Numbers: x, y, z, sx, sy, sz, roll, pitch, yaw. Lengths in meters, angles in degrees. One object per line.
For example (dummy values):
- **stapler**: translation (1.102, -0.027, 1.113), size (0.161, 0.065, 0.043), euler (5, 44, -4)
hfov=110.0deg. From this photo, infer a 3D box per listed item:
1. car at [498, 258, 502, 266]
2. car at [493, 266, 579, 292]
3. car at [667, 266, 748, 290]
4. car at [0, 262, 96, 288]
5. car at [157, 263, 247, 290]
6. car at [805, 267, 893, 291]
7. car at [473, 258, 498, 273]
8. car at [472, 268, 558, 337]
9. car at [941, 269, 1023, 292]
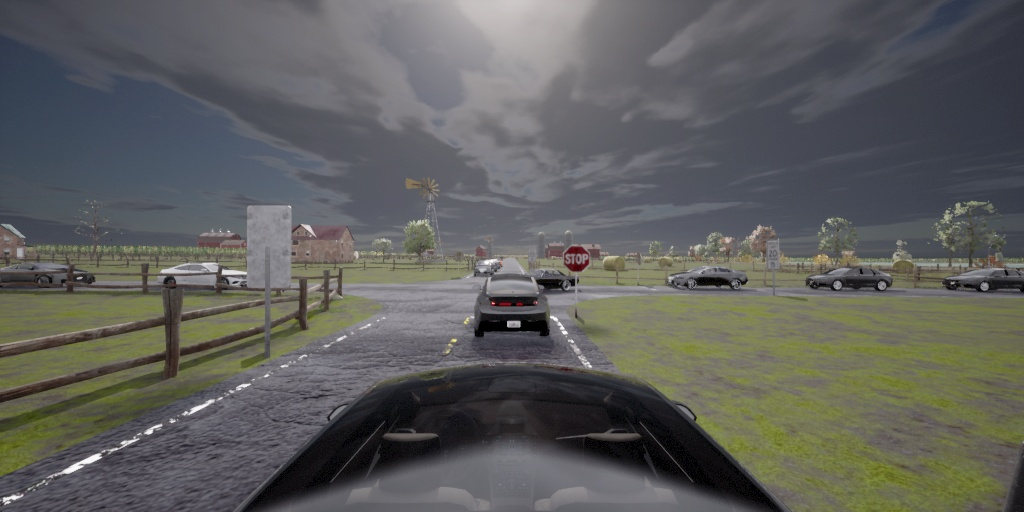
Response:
- **car**: translation (-2.828, 1.241, 46.458), size (2.128, 1.511, 4.902), euler (0, 0, 0)
- **car**: translation (1.509, 1.369, 20.370), size (4.718, 1.301, 1.895), euler (1, 0, -35)
- **car**: translation (12.810, 1.397, 23.592), size (4.902, 1.511, 2.128), euler (1, -1, -2)
- **car**: translation (-26.354, 1.048, 20.173), size (4.181, 1.385, 1.994), euler (1, -1, -1)
- **car**: translation (-17.234, 1.103, 20.290), size (4.674, 1.442, 1.812), euler (1, -1, -1)
- **car**: translation (22.212, 1.499, 23.758), size (4.892, 1.490, 1.837), euler (1, -1, -1)
- **car**: translation (-2.840, 1.243, 37.012), size (2.128, 1.511, 4.902), euler (0, 0, 0)
- **car**: translation (-0.069, 1.256, 10.324), size (1.837, 1.490, 4.892), euler (0, 0, -3)
- **car**: translation (31.714, 1.587, 23.873), size (4.892, 1.490, 1.837), euler (1, -1, -1)
